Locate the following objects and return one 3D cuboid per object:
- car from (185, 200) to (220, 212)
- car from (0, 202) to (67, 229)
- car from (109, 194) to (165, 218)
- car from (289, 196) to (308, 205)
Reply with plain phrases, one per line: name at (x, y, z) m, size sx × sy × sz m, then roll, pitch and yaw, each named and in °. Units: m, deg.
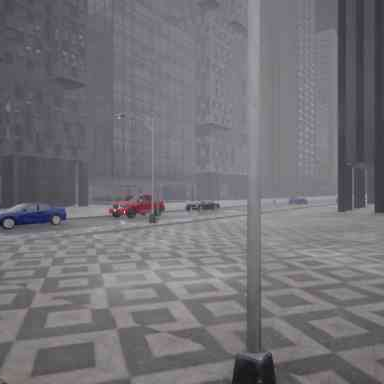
car at (1.215, 1.555, 38.021) m, size 1.895 × 1.301 × 4.718 m, roll 0°, pitch 0°, yaw 36°
car at (-10.714, 1.458, 21.719) m, size 1.882 × 1.535 × 5.008 m, roll 0°, pitch 0°, yaw 36°
car at (-4.779, 1.189, 29.835) m, size 2.150 × 2.045 × 5.566 m, roll 0°, pitch 0°, yaw 36°
car at (17.647, 1.401, 55.079) m, size 1.882 × 1.535 × 5.008 m, roll 0°, pitch 0°, yaw 36°
